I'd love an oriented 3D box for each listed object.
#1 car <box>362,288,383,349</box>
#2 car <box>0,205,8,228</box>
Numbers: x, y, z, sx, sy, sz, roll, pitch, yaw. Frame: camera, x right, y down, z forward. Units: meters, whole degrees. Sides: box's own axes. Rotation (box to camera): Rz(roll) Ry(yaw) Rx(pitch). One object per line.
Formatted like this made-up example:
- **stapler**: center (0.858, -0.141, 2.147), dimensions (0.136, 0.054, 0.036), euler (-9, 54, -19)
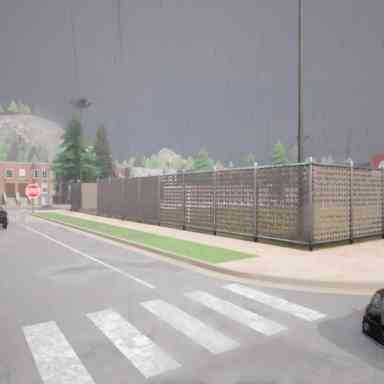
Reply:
- **car**: center (4.548, 1.570, 4.651), dimensions (4.181, 1.385, 1.994), euler (0, 0, -20)
- **car**: center (-13.019, 1.480, 21.197), dimensions (1.882, 1.535, 5.008), euler (0, 0, -35)
